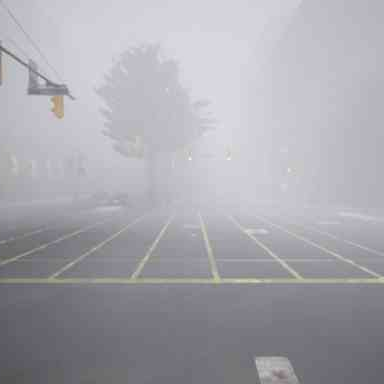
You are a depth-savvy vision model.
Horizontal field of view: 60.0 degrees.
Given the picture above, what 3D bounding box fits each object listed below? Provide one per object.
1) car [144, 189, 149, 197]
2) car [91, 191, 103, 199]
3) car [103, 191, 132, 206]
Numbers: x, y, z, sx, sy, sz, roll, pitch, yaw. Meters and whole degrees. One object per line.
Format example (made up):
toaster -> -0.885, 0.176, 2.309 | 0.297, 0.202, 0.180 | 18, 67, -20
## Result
car -> -7.800, 0.193, 63.022 | 1.994, 1.385, 4.181 | 0, 2, 0
car -> -14.581, 0.444, 53.007 | 1.895, 1.301, 4.718 | 0, 1, 0
car -> -7.884, 0.742, 36.814 | 2.128, 1.511, 4.902 | 0, 2, 0
